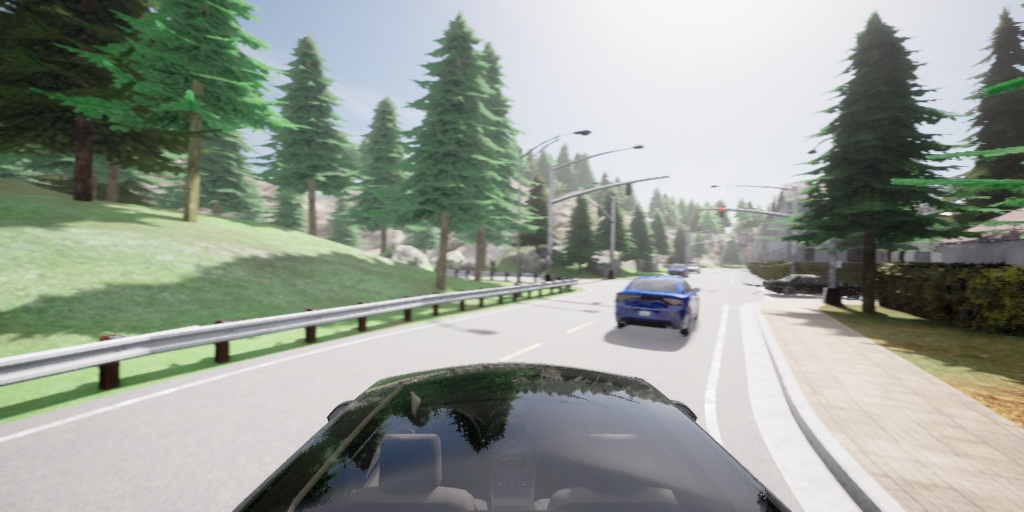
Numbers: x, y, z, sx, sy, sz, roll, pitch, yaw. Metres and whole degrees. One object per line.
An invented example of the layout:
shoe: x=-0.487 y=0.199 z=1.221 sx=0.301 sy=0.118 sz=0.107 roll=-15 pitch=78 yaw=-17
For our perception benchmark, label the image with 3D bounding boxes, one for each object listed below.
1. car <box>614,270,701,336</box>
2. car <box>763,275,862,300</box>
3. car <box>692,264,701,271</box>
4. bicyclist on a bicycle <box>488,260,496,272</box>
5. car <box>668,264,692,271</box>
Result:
car: x=4.653 y=1.354 z=11.188 sx=1.882 sy=1.535 sz=5.008 roll=1 pitch=-1 yaw=31
car: x=18.045 y=1.810 z=21.483 sx=4.718 sy=1.301 sz=1.895 roll=1 pitch=0 yaw=23
car: x=28.819 y=2.049 z=57.062 sx=1.812 sy=1.442 sz=4.674 roll=1 pitch=0 yaw=32
bicyclist on a bicycle: x=-2.296 y=1.224 z=41.696 sx=0.582 sy=1.620 sz=1.656 roll=-2 pitch=5 yaw=31
car: x=19.764 y=1.766 z=42.572 sx=1.882 sy=1.535 sz=5.008 roll=1 pitch=0 yaw=32
